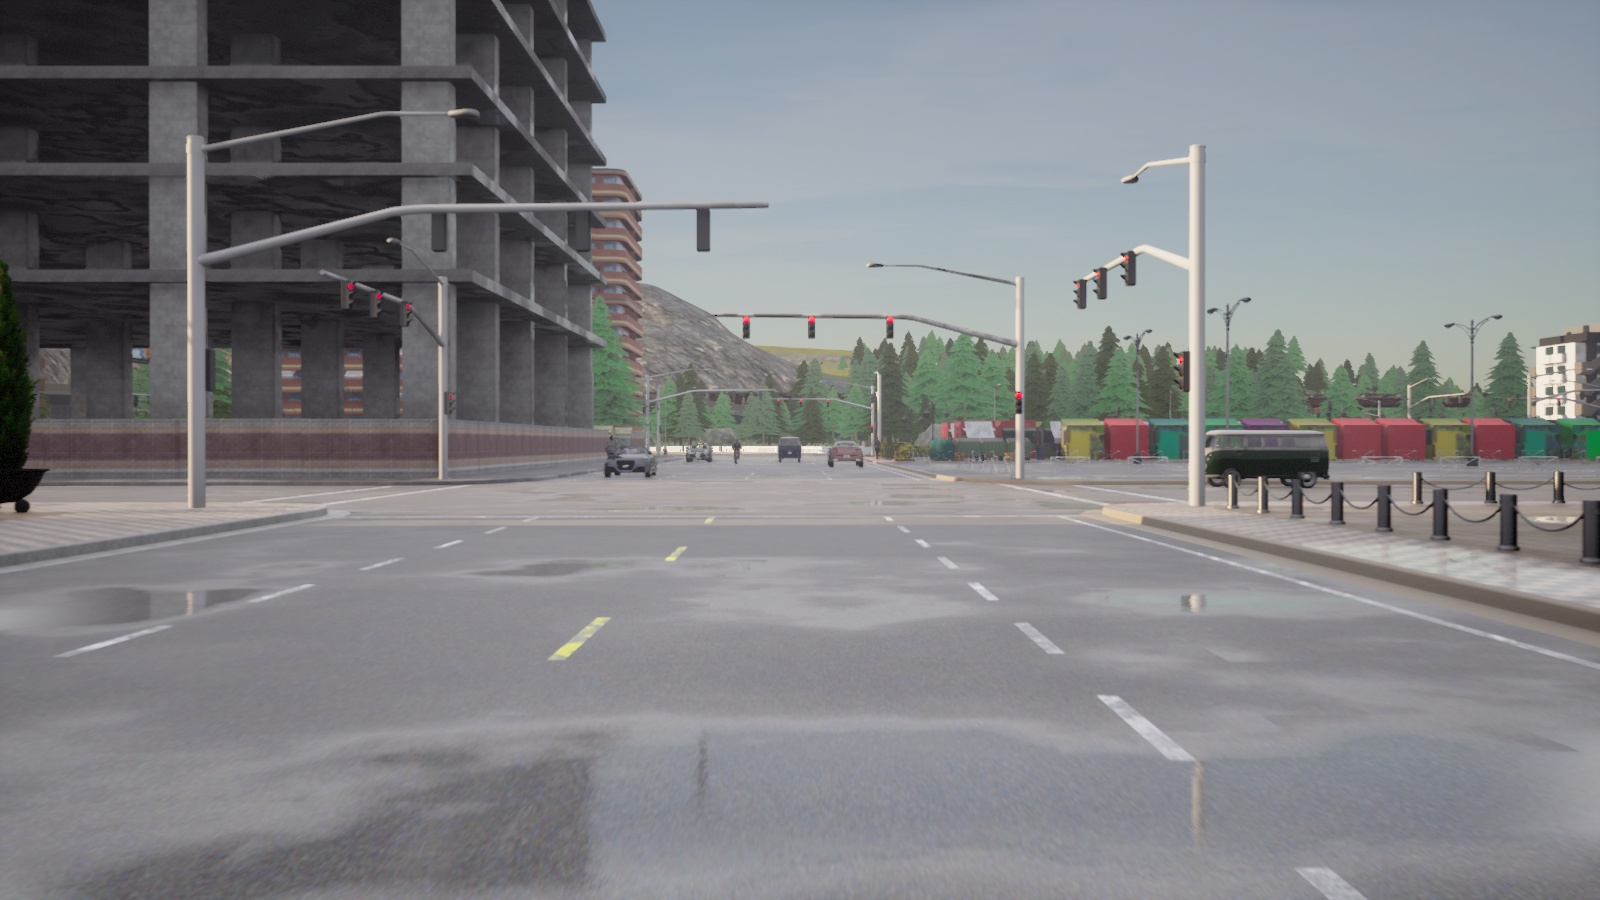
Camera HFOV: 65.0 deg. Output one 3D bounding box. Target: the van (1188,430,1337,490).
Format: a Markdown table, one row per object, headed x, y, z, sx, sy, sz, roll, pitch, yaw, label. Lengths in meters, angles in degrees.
| x | y | z | sx | sy | sz | roll | pitch | yaw | label |
| --- | --- | --- | --- | --- | --- | --- | --- | --- | --- |
| 15.736 | 0.325 | 42.857 | 4.442 | 1.987 | 1.775 | 0 | 0 | 0 | van |

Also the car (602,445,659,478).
| x | y | z | sx | sy | sz | roll | pitch | yaw | label |
| --- | --- | --- | --- | --- | --- | --- | --- | --- | --- |
| -7.524 | 0.489 | 55.986 | 1.994 | 1.385 | 4.181 | 0 | 0 | 0 | car |

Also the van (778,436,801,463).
| x | y | z | sx | sy | sz | roll | pitch | yaw | label |
| --- | --- | --- | --- | --- | --- | --- | --- | --- | --- |
| -0.800 | -0.048 | 96.882 | 1.775 | 1.987 | 4.442 | 0 | 0 | 0 | van |

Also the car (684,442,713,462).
| x | y | z | sx | sy | sz | roll | pitch | yaw | label |
| --- | --- | --- | --- | --- | --- | --- | --- | --- | --- |
| -7.802 | 0.158 | 97.136 | 1.970 | 1.475 | 3.806 | 0 | 0 | 0 | car |

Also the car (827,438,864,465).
| x | y | z | sx | sy | sz | roll | pitch | yaw | label |
| --- | --- | --- | --- | --- | --- | --- | --- | --- | --- |
| 2.822 | 0.082 | 78.955 | 2.152 | 1.651 | 5.027 | 0 | 0 | 0 | car |
